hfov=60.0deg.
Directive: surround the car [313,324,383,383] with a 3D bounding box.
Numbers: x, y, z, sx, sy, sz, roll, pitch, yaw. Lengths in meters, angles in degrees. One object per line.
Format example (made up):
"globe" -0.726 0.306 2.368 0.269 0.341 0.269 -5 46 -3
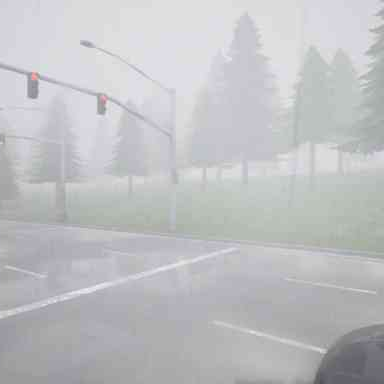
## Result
"car" 3.180 1.505 1.718 4.892 1.490 1.837 0 0 36
